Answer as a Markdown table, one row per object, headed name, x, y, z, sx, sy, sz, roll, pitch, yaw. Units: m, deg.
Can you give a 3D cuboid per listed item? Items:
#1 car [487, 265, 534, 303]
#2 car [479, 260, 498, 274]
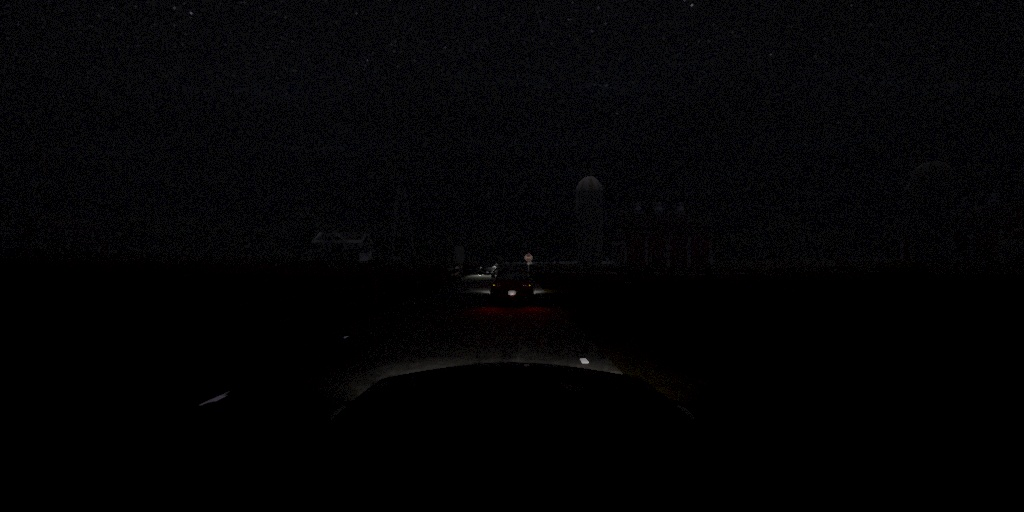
| name | x | y | z | sx | sy | sz | roll | pitch | yaw |
| --- | --- | --- | --- | --- | --- | --- | --- | --- | --- |
| car | 0.000 | 1.300 | 16.501 | 1.812 | 1.442 | 4.674 | 0 | 0 | 0 |
| car | -2.750 | 1.268 | 42.535 | 2.097 | 1.767 | 4.553 | 0 | 0 | 0 |
